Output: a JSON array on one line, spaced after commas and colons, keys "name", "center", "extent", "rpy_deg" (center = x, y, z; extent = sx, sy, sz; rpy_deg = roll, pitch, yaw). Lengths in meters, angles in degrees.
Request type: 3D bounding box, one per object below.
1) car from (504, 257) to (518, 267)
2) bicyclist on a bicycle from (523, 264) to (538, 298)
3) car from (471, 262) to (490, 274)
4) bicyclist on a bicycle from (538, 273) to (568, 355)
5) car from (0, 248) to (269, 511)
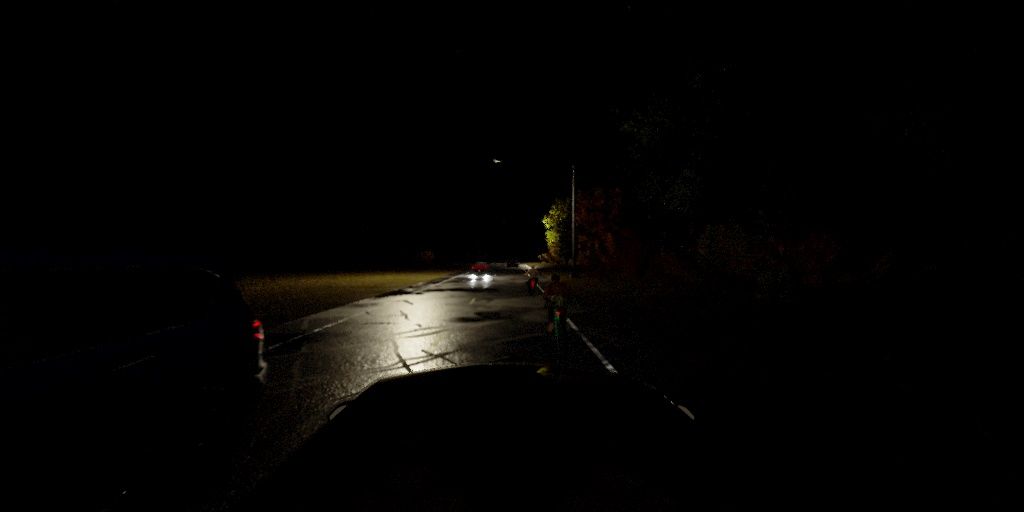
[{"name": "car", "center": [0.109, 1.281, 63.545], "extent": [2.033, 1.411, 5.357], "rpy_deg": [0, 0, -1]}, {"name": "bicyclist on a bicycle", "center": [0.995, 1.182, 17.453], "extent": [0.866, 1.612, 1.509], "rpy_deg": [0, 0, 0]}, {"name": "car", "center": [-3.597, 1.340, 41.637], "extent": [1.895, 1.301, 4.718], "rpy_deg": [0, 0, 0]}, {"name": "bicyclist on a bicycle", "center": [0.963, 1.201, 7.764], "extent": [0.582, 1.620, 1.656], "rpy_deg": [0, 0, 0]}, {"name": "car", "center": [-3.600, 0.971, 1.406], "extent": [2.150, 2.045, 5.566], "rpy_deg": [0, 0, 0]}]
